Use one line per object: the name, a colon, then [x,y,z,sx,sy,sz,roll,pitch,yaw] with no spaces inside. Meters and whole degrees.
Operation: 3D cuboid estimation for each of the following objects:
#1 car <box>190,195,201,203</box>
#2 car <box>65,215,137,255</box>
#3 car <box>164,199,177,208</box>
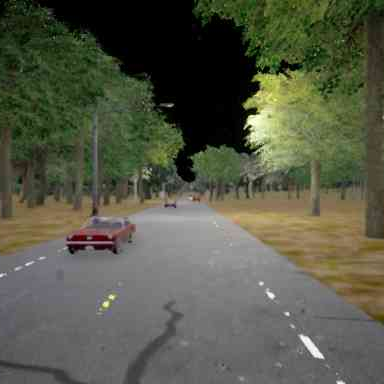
car: [1.254,1.916,90.974,2.150,2.045,5.566,0,0,0]
car: [-3.596,1.684,13.890,1.895,1.301,4.718,0,0,0]
car: [-3.541,1.875,55.017,1.882,1.535,5.008,0,0,0]
